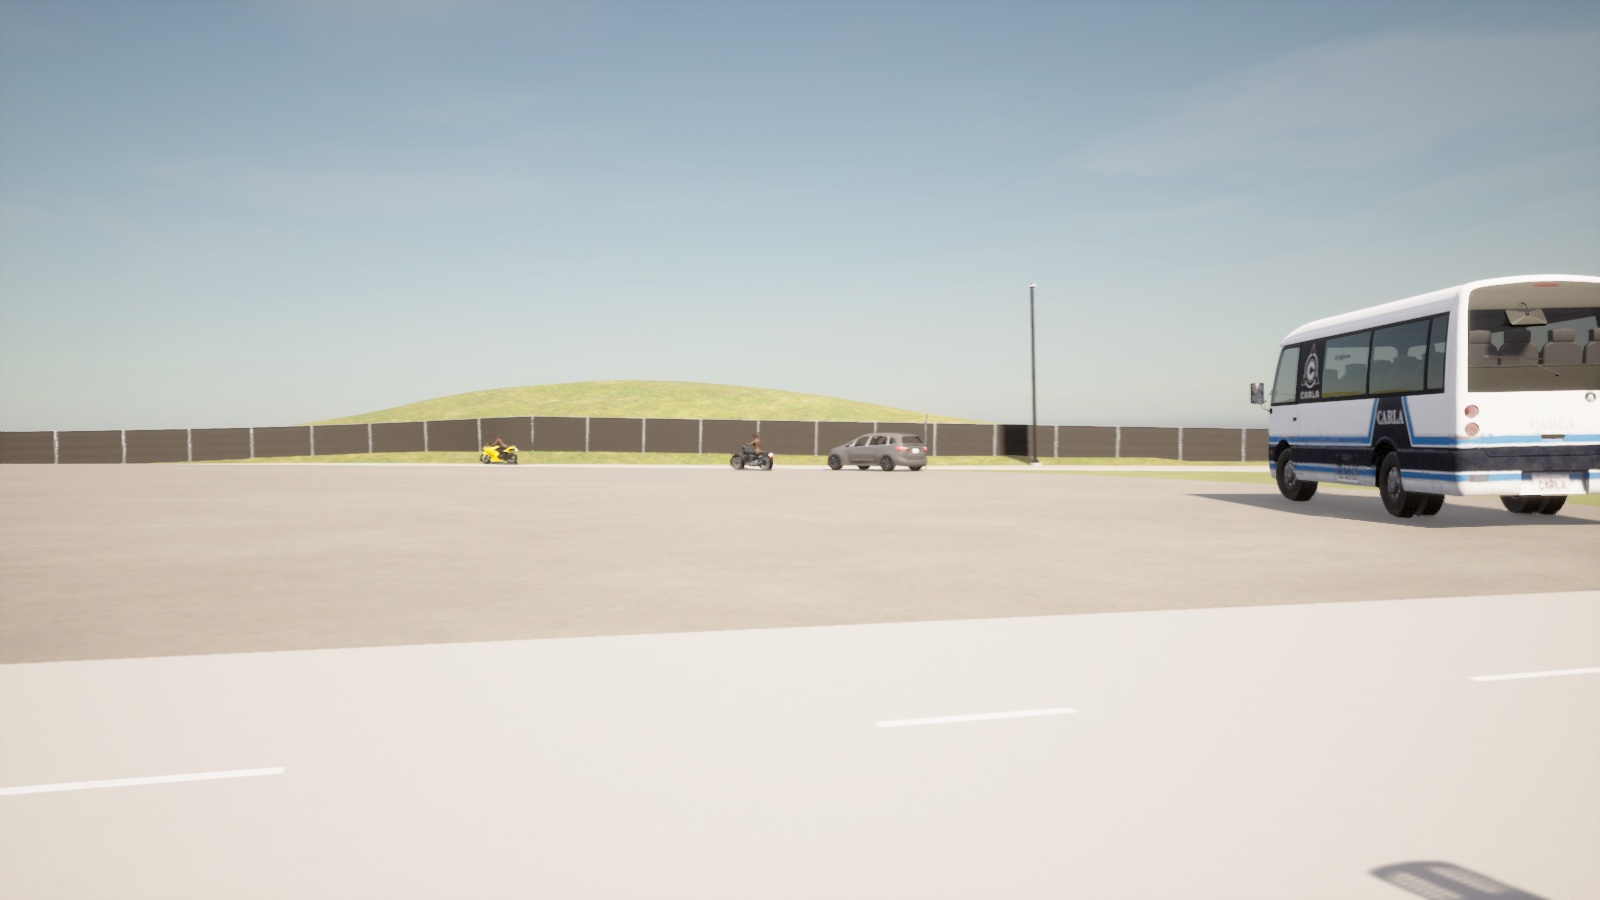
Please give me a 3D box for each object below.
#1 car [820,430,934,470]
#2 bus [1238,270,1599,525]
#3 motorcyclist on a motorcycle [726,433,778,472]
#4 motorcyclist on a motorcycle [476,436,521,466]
[{"bbox_3d":[3.336,-0.012,54.793,4.611,1.667,2.242,0,0,43],"label":"car"},{"bbox_3d":[12.808,-0.954,26.390,3.944,4.253,10.273,-1,1,3],"label":"bus"},{"bbox_3d":[-2.103,0.109,54.733,2.350,1.649,0.766,0,1,38],"label":"motorcyclist on a motorcycle"},{"bbox_3d":[-15.283,0.057,63.662,2.044,1.523,0.797,0,1,10],"label":"motorcyclist on a motorcycle"}]
